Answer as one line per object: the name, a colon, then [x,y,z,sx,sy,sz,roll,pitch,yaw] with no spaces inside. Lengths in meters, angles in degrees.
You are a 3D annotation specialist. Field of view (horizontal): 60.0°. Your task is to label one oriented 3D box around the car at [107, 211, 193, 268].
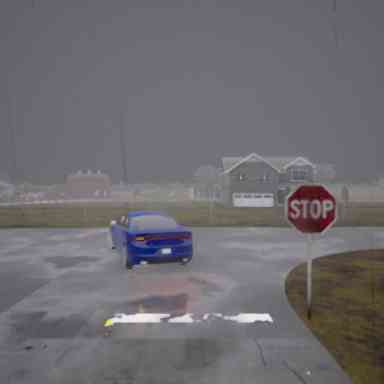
car: [-1.579,1.380,11.115,1.882,1.535,5.008,0,1,-21]
